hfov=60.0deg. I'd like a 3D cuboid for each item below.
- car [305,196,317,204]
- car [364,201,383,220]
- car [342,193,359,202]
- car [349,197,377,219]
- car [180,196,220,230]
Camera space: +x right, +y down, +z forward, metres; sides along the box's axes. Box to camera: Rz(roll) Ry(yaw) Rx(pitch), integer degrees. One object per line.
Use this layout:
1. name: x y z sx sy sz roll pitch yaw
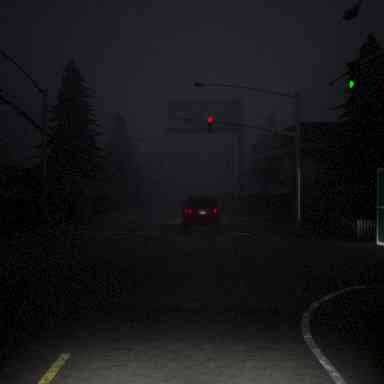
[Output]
1. car: 22.550 1.553 64.010 1.970 1.475 3.806 0 0 0
2. car: 18.718 1.672 30.616 4.611 1.667 2.242 0 0 0
3. car: 34.960 1.490 71.792 2.007 1.523 4.514 0 0 0
4. car: 14.387 1.505 24.949 3.866 1.878 1.905 0 0 0
5. car: 0.455 1.227 20.924 2.150 2.045 5.566 0 0 -3
